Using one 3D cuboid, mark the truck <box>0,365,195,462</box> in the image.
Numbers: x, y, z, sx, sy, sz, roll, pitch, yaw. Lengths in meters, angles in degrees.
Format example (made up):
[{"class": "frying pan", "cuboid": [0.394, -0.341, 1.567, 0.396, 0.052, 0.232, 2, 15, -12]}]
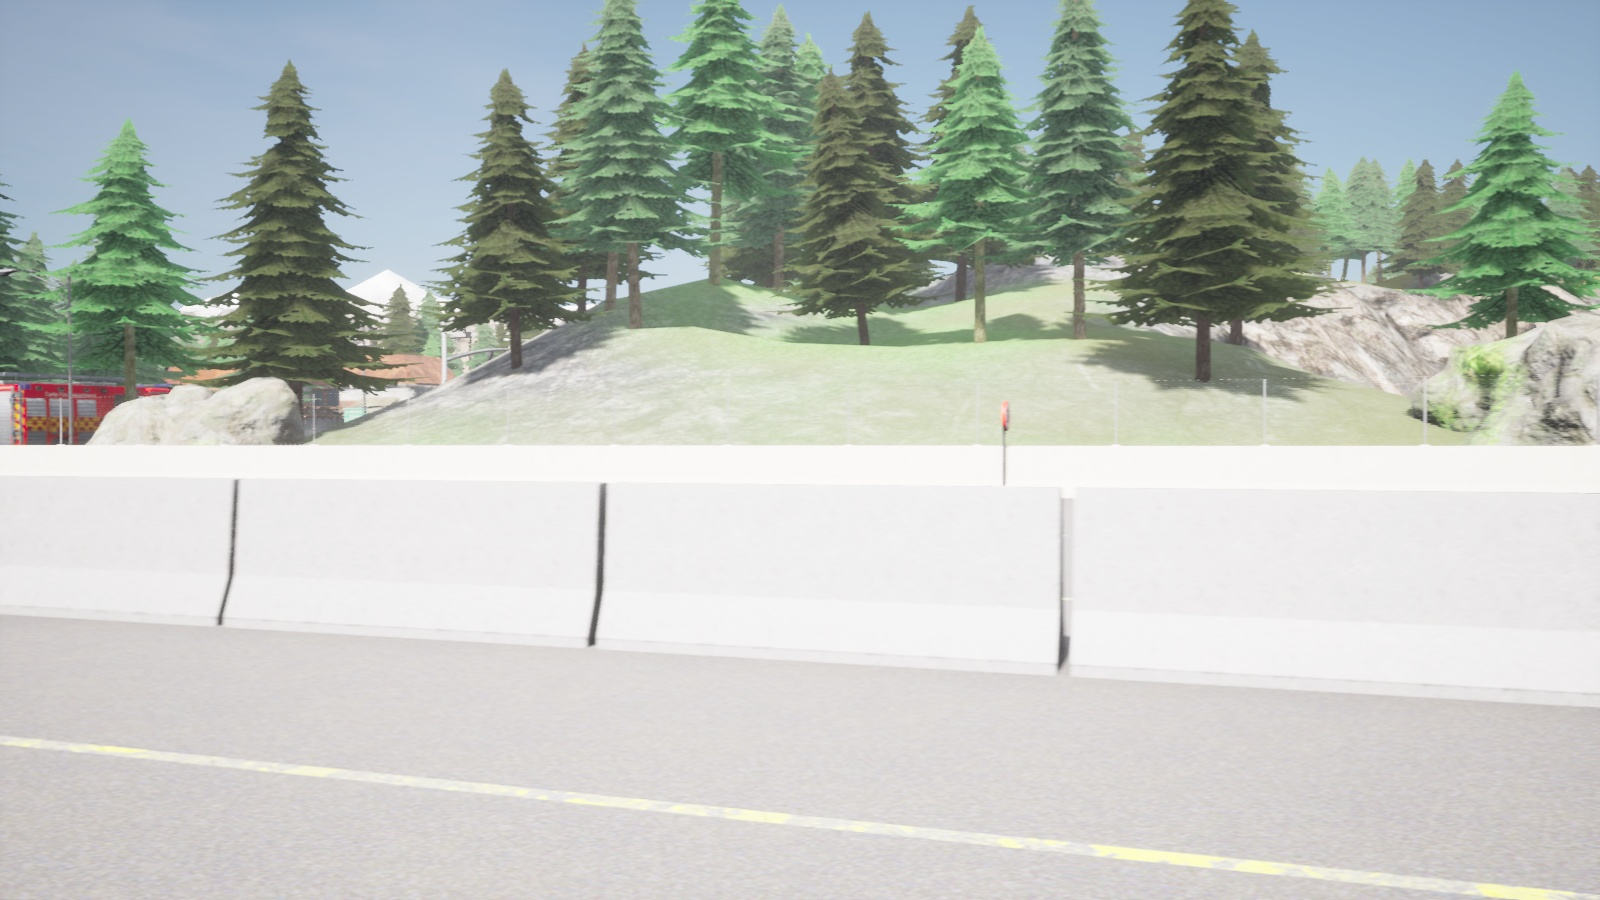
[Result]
[{"class": "truck", "cuboid": [-30.689, -1.521, 54.398, 2.891, 3.827, 8.468, 1, 1, 19]}]
